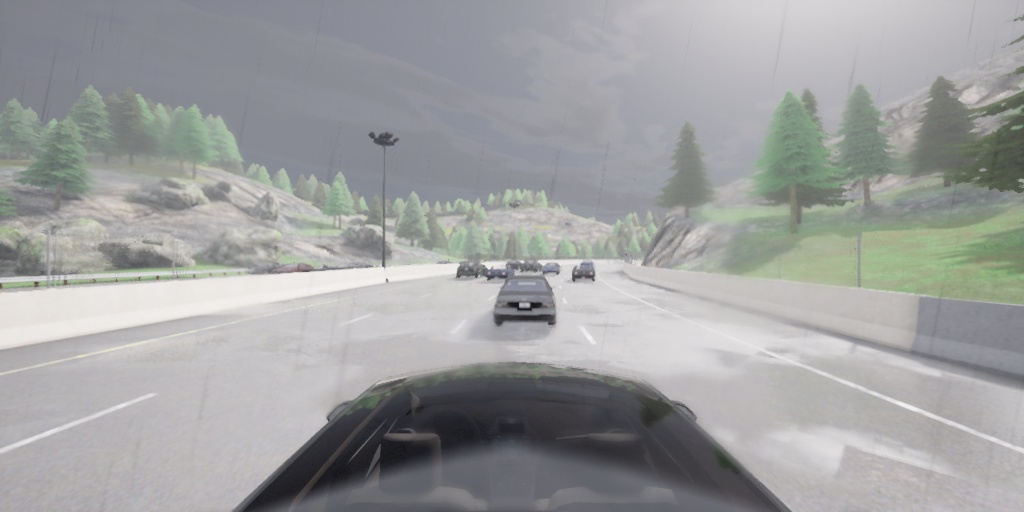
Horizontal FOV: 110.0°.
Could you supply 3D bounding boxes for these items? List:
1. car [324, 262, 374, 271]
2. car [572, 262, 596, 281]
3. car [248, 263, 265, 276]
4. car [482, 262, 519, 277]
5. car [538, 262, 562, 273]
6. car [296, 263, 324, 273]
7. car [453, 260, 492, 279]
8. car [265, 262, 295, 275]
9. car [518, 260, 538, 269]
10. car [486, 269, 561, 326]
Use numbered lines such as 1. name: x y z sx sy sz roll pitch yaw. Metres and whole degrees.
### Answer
1. car: -14.819 1.353 33.695 2.128 1.511 4.902 0 0 9
2. car: 6.248 1.463 31.519 1.895 1.301 4.718 0 0 10
3. car: -24.864 1.362 37.218 2.128 1.511 4.902 0 0 10
4. car: -0.880 1.459 31.307 1.895 1.301 4.718 0 0 9
5. car: 4.700 1.447 41.783 2.033 1.411 5.357 0 0 13
6. car: -18.212 1.465 34.765 1.895 1.301 4.718 0 0 10
7. car: -3.780 1.224 34.825 2.097 1.767 4.553 0 0 10
8. car: -21.585 1.392 35.695 1.812 1.442 4.674 0 0 10
9. car: 2.684 1.276 48.046 2.097 1.767 4.553 0 0 15
10. car: 0.488 1.335 11.825 2.033 1.411 5.357 0 0 4
